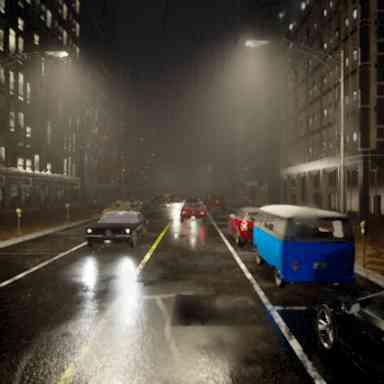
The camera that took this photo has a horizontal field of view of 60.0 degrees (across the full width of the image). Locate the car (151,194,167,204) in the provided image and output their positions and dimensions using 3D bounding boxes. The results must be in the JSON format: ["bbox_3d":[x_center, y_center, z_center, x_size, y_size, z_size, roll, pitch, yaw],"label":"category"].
[{"bbox_3d":[-5.712,1.232,54.358,2.008,1.369,4.403,0,0,0],"label":"car"}]

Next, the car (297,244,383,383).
[{"bbox_3d":[2.691,1.549,3.120,1.947,1.339,4.313,0,0,0],"label":"car"}]

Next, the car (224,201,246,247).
[{"bbox_3d":[2.686,1.360,14.504,1.967,1.590,4.097,0,0,0],"label":"car"}]

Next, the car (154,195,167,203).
[{"bbox_3d":[-5.714,1.210,60.051,1.947,1.339,4.313,0,0,0],"label":"car"}]

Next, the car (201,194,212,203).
[{"bbox_3d":[2.667,1.168,60.211,1.752,1.417,4.829,0,0,0],"label":"car"}]

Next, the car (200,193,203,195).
[{"bbox_3d":[2.673,1.031,48.656,2.192,1.841,5.009,0,0,0],"label":"car"}]

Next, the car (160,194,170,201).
[{"bbox_3d":[-5.719,1.151,71.433,1.802,1.307,4.206,0,0,0],"label":"car"}]

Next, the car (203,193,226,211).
[{"bbox_3d":[2.677,1.101,37.272,2.192,1.841,5.009,0,0,0],"label":"car"}]

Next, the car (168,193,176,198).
[{"bbox_3d":[-5.729,0.958,94.203,1.887,1.381,4.507,0,0,0],"label":"car"}]

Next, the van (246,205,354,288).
[{"bbox_3d":[2.689,1.293,8.813,1.690,1.788,3.998,0,0,0],"label":"van"}]

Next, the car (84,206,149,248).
[{"bbox_3d":[-3.107,1.521,14.524,1.895,1.301,4.718,0,0,0],"label":"car"}]

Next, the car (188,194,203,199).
[{"bbox_3d":[0.082,1.327,41.161,1.994,1.385,4.181,0,0,0],"label":"car"}]

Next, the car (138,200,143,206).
[{"bbox_3d":[-5.702,1.372,31.589,2.008,1.369,4.403,0,0,0],"label":"car"}]

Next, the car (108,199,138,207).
[{"bbox_3d":[-5.700,1.381,25.726,1.752,1.417,4.829,0,0,0],"label":"car"}]

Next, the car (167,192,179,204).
[{"bbox_3d":[-3.093,1.154,54.976,1.882,1.535,5.008,0,0,0],"label":"car"}]

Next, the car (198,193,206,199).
[{"bbox_3d":[2.654,1.018,88.502,1.947,1.339,4.313,0,0,0],"label":"car"}]

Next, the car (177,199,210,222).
[{"bbox_3d":[0.088,1.460,25.077,1.895,1.301,4.718,0,0,0],"label":"car"}]
